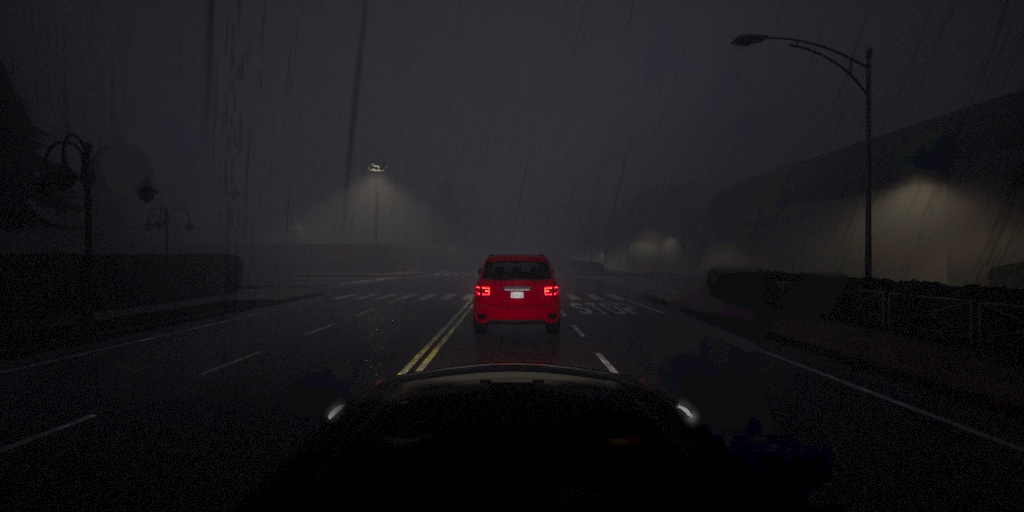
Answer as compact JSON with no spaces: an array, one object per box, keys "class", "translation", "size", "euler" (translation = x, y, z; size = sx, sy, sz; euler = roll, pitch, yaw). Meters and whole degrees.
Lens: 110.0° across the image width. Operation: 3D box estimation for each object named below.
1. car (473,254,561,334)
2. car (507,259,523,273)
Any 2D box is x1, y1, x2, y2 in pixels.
[{"class":"car","translation":[0.122,0.971,10.760],"size":[2.150,2.045,5.566],"euler":[0,0,0]},{"class":"car","translation":[0.361,1.227,45.613],"size":[1.882,1.535,5.008],"euler":[0,0,1]}]
